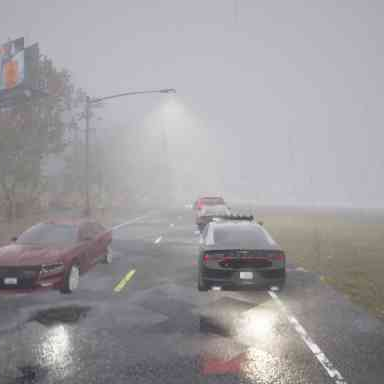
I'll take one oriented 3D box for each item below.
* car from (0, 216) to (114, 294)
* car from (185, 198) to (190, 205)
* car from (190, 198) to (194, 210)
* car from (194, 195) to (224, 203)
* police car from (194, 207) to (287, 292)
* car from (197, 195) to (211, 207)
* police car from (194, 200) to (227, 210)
[{"bbox_3d":[-3.543,1.491,9.067,1.882,1.535,5.008,0,0,1],"label":"car"},{"bbox_3d":[-0.373,1.972,70.403,2.128,1.511,4.902,0,-1,5],"label":"car"},{"bbox_3d":[1.331,1.598,46.089,2.097,1.767,4.553,0,-1,4],"label":"car"},{"bbox_3d":[1.436,1.304,24.978,2.150,2.045,5.566,0,0,2],"label":"car"},{"bbox_3d":[1.097,1.438,9.113,1.930,1.638,5.238,0,0,1],"label":"police car"},{"bbox_3d":[2.226,1.597,60.092,2.150,2.045,5.566,0,-1,4],"label":"car"},{"bbox_3d":[1.272,1.473,19.079,1.930,1.638,5.238,0,0,1],"label":"police car"}]
